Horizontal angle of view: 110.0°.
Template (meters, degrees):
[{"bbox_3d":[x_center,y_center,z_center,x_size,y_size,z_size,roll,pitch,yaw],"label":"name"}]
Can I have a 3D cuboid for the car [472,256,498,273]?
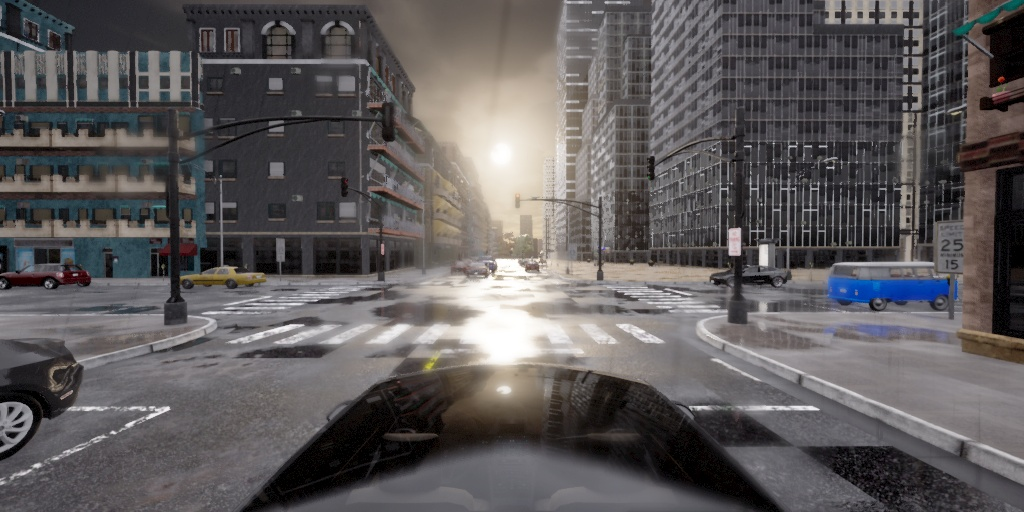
[{"bbox_3d":[-3.193,0.965,44.127,2.150,2.045,5.566,0,0,0],"label":"car"}]

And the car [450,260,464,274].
[{"bbox_3d":[-5.780,1.289,40.245,1.888,1.381,4.507,0,0,0],"label":"car"}]

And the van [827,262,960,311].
[{"bbox_3d":[14.661,1.117,13.882,3.998,1.789,1.690,0,0,0],"label":"van"}]

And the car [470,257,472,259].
[{"bbox_3d":[-5.794,1.184,45.893,1.967,1.591,4.097,0,0,0],"label":"car"}]

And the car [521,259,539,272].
[{"bbox_3d":[2.554,1.289,45.970,1.888,1.381,4.507,0,0,0],"label":"car"}]

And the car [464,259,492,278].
[{"bbox_3d":[-3.174,1.270,34.221,1.812,1.442,4.674,0,0,0],"label":"car"}]

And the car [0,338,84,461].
[{"bbox_3d":[-5.692,1.300,2.178,2.007,1.370,4.403,0,0,0],"label":"car"}]

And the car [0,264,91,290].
[{"bbox_3d":[-28.828,1.189,22.090,4.097,1.591,1.967,0,0,0],"label":"car"}]

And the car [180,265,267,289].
[{"bbox_3d":[-17.930,1.246,22.133,4.829,1.417,1.751,0,0,0],"label":"car"}]

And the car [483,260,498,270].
[{"bbox_3d":[-3.206,1.309,54.101,1.994,1.385,4.181,0,0,0],"label":"car"}]

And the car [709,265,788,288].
[{"bbox_3d":[14.628,1.215,22.262,4.313,1.339,1.948,0,0,0],"label":"car"}]
